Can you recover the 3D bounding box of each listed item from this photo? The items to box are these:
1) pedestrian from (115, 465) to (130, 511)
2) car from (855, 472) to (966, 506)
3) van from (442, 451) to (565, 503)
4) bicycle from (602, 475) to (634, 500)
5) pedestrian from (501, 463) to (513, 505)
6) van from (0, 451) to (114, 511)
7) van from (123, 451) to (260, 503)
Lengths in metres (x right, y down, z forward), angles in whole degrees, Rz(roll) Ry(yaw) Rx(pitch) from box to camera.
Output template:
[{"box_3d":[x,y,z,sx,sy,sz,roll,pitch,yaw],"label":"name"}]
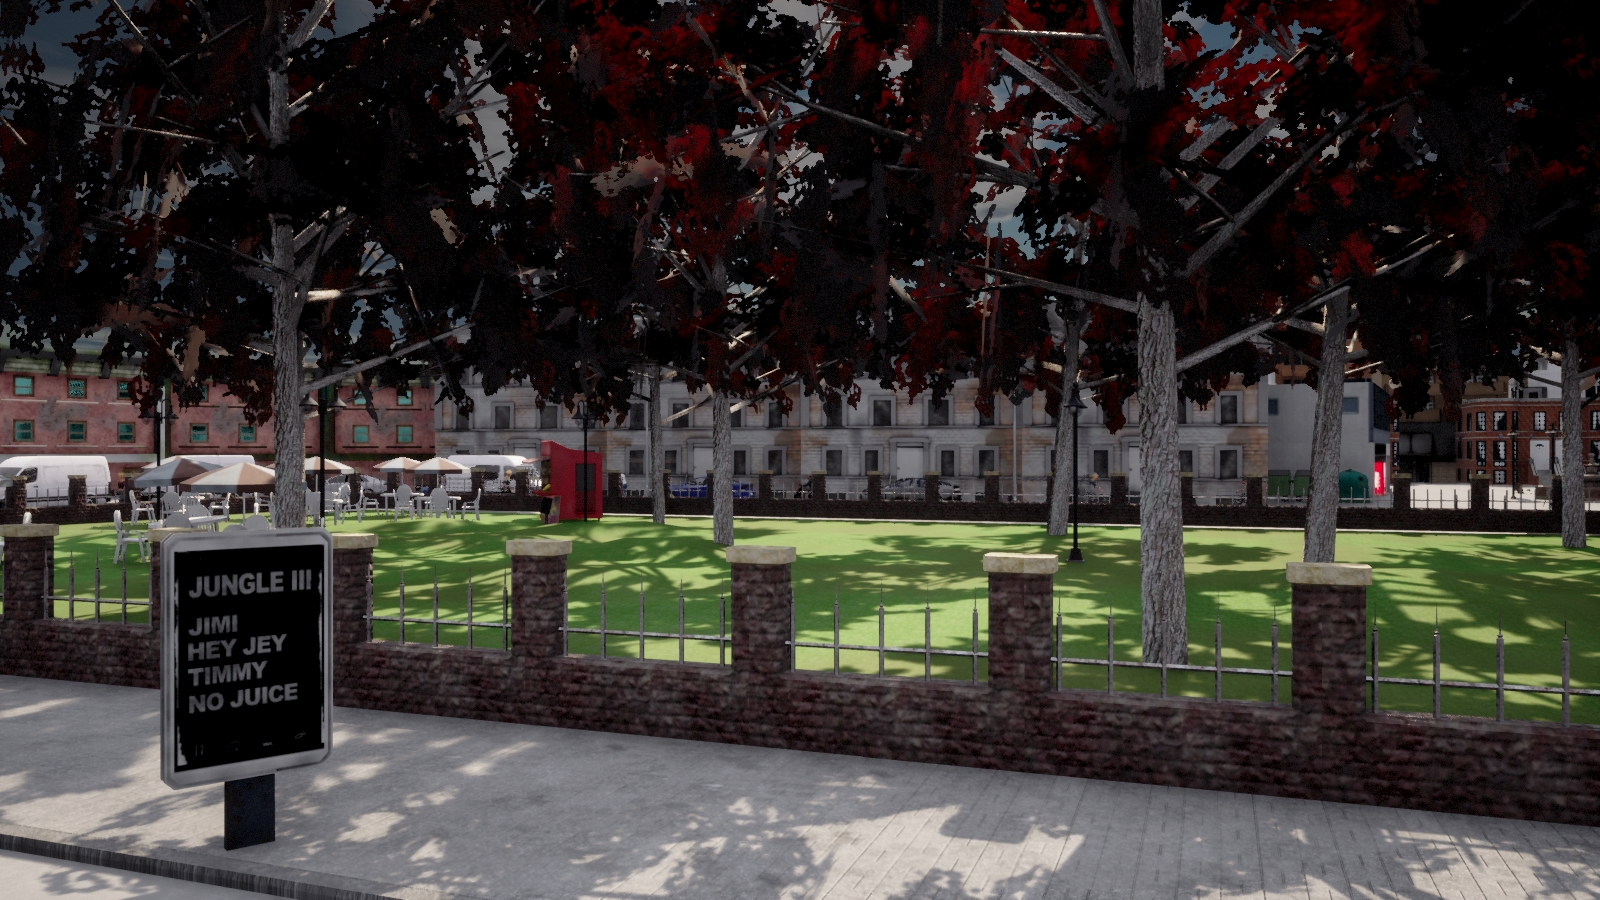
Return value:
[{"box_3d":[-27.544,1.542,46.451,0.375,1.860,0.375,0,0,11],"label":"pedestrian"},{"box_3d":[5.260,1.833,54.337,4.902,1.511,2.128,0,0,20],"label":"car"},{"box_3d":[-14.989,1.328,57.680,5.915,2.561,1.988,0,0,20],"label":"van"},{"box_3d":[-9.502,1.948,59.688,1.643,1.296,0.373,0,0,20],"label":"bicycle"},{"box_3d":[-13.282,1.536,51.761,0.375,1.860,0.375,0,0,20],"label":"pedestrian"},{"box_3d":[-34.456,1.334,51.696,1.988,2.561,5.915,0,0,21],"label":"van"},{"box_3d":[-31.314,1.336,58.944,1.988,2.561,5.915,0,0,41],"label":"van"}]
